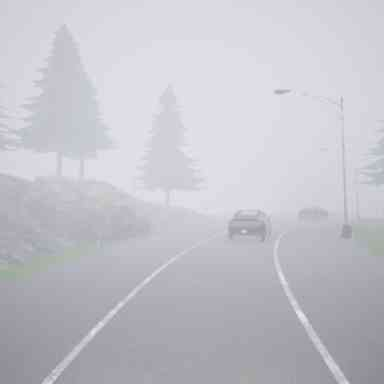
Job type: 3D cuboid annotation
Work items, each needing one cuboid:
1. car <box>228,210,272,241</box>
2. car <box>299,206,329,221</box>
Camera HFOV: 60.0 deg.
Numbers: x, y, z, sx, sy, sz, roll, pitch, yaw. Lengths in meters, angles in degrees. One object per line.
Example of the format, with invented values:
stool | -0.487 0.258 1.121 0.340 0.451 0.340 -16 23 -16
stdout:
car | 3.202 1.698 17.987 2.128 1.511 4.902 -1 -2 18
car | 13.119 2.242 35.696 1.882 1.535 5.008 -4 -4 39
